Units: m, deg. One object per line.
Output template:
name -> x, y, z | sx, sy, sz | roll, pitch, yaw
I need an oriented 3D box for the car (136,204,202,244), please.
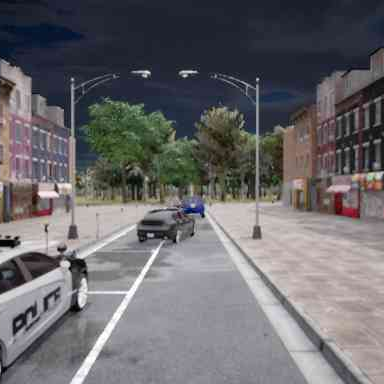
car -> -1.118, 1.578, 16.355 | 1.837, 1.490, 4.892 | 0, 0, 15

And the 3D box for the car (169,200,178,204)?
car -> -2.641, 1.713, 31.936 | 1.947, 1.339, 4.313 | -1, 0, 0

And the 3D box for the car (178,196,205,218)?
car -> 0.091, 1.371, 32.128 | 2.150, 2.045, 5.566 | 0, 0, 0

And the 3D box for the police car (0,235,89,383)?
police car -> -3.008, 1.447, 4.883 | 1.930, 1.638, 5.238 | 0, 0, 0

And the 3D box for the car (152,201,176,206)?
car -> -2.642, 1.671, 26.502 | 2.008, 1.369, 4.403 | -1, 0, 0

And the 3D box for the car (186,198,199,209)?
car -> 0.101, 1.738, 49.387 | 1.837, 1.490, 4.892 | 0, 0, 0

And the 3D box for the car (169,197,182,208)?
car -> -2.639, 1.695, 53.676 | 1.967, 1.590, 4.097 | -1, 0, 0
